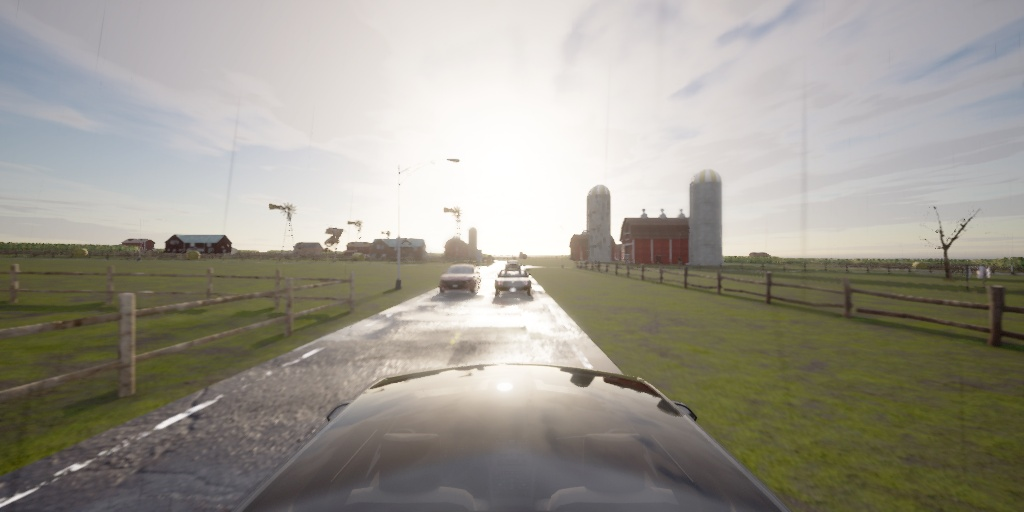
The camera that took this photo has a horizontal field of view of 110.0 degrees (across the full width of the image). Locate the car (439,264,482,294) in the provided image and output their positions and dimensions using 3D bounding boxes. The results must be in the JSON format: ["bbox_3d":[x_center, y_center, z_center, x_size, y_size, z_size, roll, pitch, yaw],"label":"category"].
[{"bbox_3d":[-2.836,1.225,20.414,1.882,1.535,5.008,0,0,0],"label":"car"}]

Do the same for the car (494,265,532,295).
[{"bbox_3d":[0.056,1.348,19.566,1.895,1.301,4.718,0,0,0],"label":"car"}]

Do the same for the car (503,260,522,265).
[{"bbox_3d":[0.086,1.251,41.646,1.837,1.490,4.892,0,0,0],"label":"car"}]
